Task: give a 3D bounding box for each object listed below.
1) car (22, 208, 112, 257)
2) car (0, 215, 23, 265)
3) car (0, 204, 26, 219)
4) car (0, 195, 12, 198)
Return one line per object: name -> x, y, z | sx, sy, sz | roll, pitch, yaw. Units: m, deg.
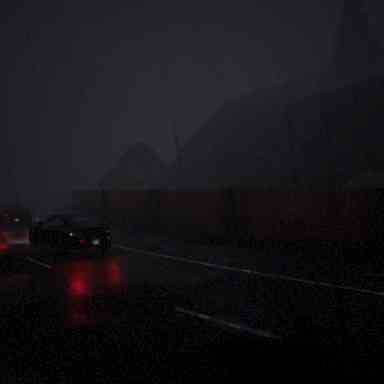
car -> -4.860, 1.533, 13.073 | 1.812, 1.442, 4.674 | 0, 0, -43
car -> -7.419, 1.563, 10.685 | 2.033, 1.411, 5.357 | 0, 0, -43
car -> -12.001, 1.533, 22.468 | 1.812, 1.442, 4.674 | 0, 0, -31
car -> -39.775, 1.468, 70.088 | 1.837, 1.490, 4.892 | 0, 0, 11
